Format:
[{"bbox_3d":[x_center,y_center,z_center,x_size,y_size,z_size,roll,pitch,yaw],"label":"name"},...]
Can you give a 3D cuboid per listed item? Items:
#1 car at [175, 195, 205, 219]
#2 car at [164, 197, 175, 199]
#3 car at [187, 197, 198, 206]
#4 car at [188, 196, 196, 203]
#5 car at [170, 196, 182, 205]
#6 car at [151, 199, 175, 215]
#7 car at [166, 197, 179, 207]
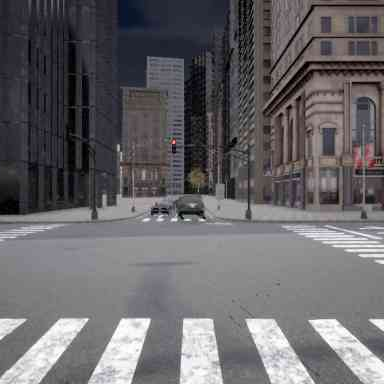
[{"bbox_3d":[-0.112,1.255,29.318,2.150,2.045,5.566,-1,0,-4],"label":"car"},{"bbox_3d":[-3.058,1.556,43.179,2.128,1.511,4.902,0,0,0],"label":"car"},{"bbox_3d":[0.109,1.614,59.646,1.837,1.490,4.892,0,0,0],"label":"car"},{"bbox_3d":[-0.004,1.664,74.983,1.837,1.490,4.892,0,0,0],"label":"car"},{"bbox_3d":[-2.995,1.598,62.738,1.882,1.535,5.008,0,0,0],"label":"car"},{"bbox_3d":[-3.052,1.644,33.782,1.895,1.301,4.718,0,0,0],"label":"car"},{"bbox_3d":[-3.045,1.594,52.589,1.837,1.490,4.892,0,0,0],"label":"car"}]
